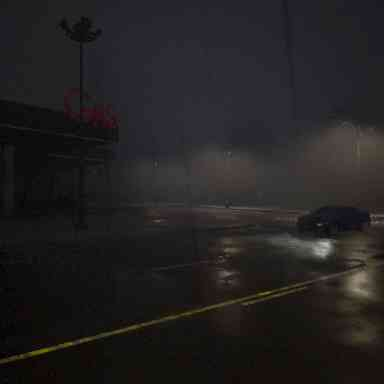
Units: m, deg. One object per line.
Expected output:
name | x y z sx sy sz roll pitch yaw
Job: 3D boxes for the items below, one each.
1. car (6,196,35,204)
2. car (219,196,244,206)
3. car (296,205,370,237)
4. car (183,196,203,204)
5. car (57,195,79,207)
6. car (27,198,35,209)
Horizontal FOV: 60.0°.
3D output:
car | -32.017 1.525 62.225 4.674 1.442 1.812 0 0 -37
car | 6.652 1.506 56.065 1.837 1.490 4.892 0 0 -36
car | 7.769 1.477 18.177 5.008 1.535 1.882 0 0 -36
car | 0.210 1.477 64.980 1.882 1.535 5.008 0 0 -36
car | -17.819 1.295 47.573 2.242 1.667 4.611 0 0 -35
car | -22.029 1.456 43.590 1.970 1.475 3.806 0 0 -35
